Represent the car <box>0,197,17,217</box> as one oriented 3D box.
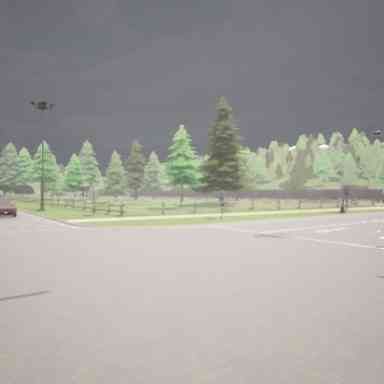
[{"bbox_3d":[-17.283,1.485,30.353,1.882,1.535,5.008,0,0,-36],"label":"car"}]
